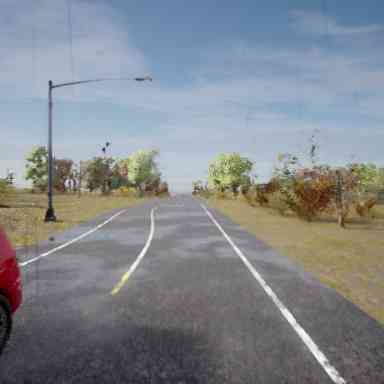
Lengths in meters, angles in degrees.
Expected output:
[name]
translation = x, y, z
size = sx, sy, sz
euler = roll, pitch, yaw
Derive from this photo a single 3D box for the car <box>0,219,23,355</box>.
[car]
translation = -3.620, 1.225, 2.796
size = 2.150, 2.045, 5.566
euler = 0, 0, 0
